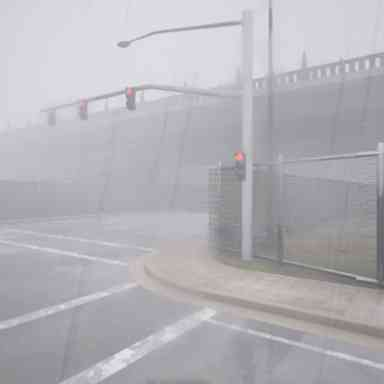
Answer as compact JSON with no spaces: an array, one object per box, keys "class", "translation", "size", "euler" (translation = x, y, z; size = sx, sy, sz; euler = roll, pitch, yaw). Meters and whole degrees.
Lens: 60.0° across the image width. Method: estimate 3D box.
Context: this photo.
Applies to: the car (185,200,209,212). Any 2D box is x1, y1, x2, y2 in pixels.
[{"class":"car","translation":[1.217,1.633,39.002],"size":[1.895,1.301,4.718],"euler":[0,0,35]}]
